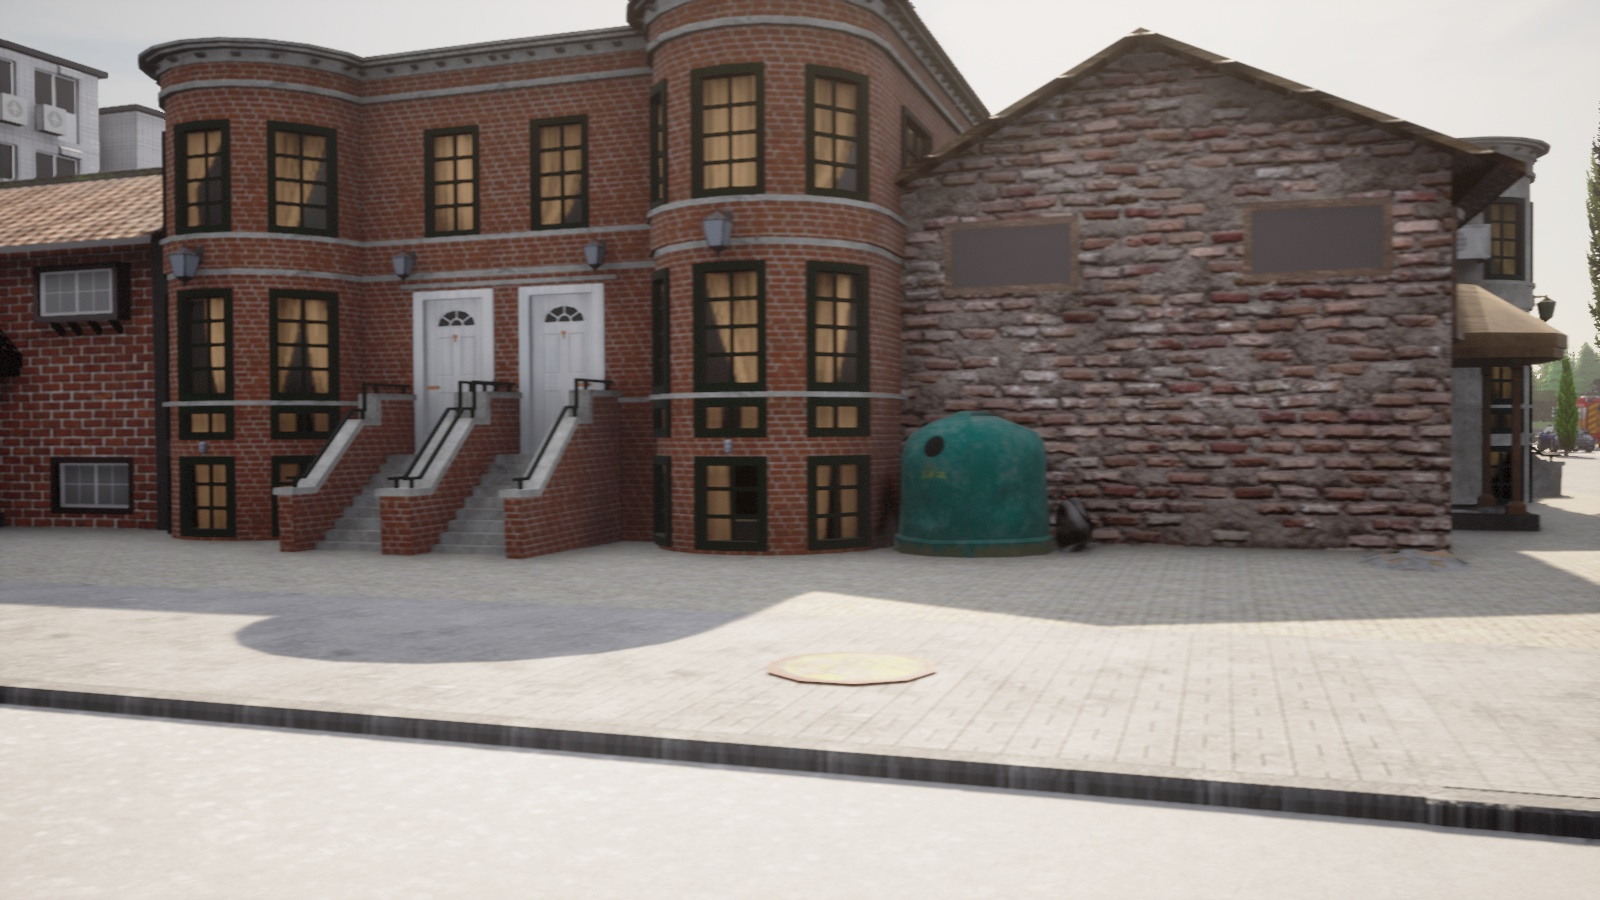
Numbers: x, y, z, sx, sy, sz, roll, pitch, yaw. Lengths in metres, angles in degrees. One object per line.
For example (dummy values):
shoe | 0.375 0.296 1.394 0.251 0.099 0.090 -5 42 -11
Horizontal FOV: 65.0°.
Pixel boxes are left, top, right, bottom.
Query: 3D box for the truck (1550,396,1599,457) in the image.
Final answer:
truck | 52.744 -1.555 83.735 2.891 3.827 8.468 0 1 19

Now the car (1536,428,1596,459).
car | 45.460 -0.401 74.629 2.097 1.767 4.553 0 1 19
